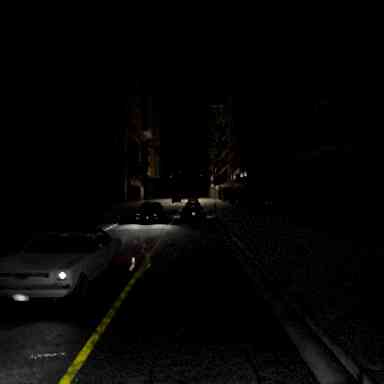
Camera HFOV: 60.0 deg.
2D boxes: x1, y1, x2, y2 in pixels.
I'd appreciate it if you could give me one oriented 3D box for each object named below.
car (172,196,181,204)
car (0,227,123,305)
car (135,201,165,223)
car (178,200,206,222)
[{"bbox_3d":[-2.999,1.568,65.471,2.033,1.411,5.357,0,0,0],"label":"car"},{"bbox_3d":[-3.093,1.602,8.208,1.895,1.301,4.718,0,0,0],"label":"car"},{"bbox_3d":[-3.095,1.504,25.358,1.837,1.490,4.892,0,0,0],"label":"car"},{"bbox_3d":[0.107,1.564,26.395,1.994,1.385,4.181,0,0,0],"label":"car"}]
